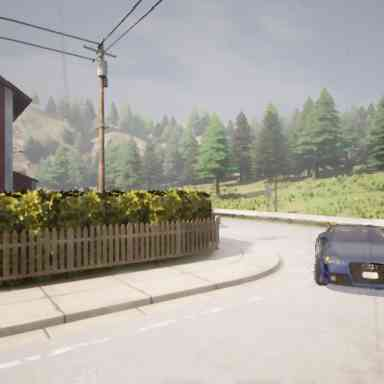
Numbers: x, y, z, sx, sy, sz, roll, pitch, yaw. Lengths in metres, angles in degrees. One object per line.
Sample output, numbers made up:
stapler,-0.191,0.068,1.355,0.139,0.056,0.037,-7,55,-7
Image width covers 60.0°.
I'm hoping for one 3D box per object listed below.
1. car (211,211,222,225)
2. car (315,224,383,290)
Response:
car,-0.025,1.490,21.927,2.128,1.511,4.902,0,0,-35
car,4.398,1.563,8.868,1.994,1.385,4.181,0,0,19
